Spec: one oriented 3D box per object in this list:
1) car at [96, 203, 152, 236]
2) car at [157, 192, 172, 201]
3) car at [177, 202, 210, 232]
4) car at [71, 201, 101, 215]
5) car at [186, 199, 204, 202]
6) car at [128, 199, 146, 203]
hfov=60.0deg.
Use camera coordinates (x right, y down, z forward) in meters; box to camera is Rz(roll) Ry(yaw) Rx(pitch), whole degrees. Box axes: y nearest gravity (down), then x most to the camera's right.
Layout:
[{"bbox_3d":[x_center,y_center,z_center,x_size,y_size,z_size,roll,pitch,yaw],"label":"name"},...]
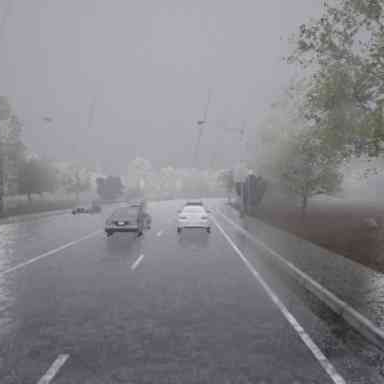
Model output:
[{"bbox_3d":[-3.393,1.547,18.445,2.033,1.411,5.357,0,0,0],"label":"car"},{"bbox_3d":[-6.076,0.978,74.752,2.150,2.045,5.566,0,0,12],"label":"car"},{"bbox_3d":[0.109,1.524,19.925,1.812,1.442,4.674,0,0,0],"label":"car"},{"bbox_3d":[-10.437,1.561,33.216,1.994,1.385,4.181,0,0,1],"label":"car"},{"bbox_3d":[0.359,1.476,37.724,1.882,1.535,5.008,0,0,2],"label":"car"},{"bbox_3d":[-6.737,1.545,40.530,2.033,1.411,5.357,0,0,3],"label":"car"}]
